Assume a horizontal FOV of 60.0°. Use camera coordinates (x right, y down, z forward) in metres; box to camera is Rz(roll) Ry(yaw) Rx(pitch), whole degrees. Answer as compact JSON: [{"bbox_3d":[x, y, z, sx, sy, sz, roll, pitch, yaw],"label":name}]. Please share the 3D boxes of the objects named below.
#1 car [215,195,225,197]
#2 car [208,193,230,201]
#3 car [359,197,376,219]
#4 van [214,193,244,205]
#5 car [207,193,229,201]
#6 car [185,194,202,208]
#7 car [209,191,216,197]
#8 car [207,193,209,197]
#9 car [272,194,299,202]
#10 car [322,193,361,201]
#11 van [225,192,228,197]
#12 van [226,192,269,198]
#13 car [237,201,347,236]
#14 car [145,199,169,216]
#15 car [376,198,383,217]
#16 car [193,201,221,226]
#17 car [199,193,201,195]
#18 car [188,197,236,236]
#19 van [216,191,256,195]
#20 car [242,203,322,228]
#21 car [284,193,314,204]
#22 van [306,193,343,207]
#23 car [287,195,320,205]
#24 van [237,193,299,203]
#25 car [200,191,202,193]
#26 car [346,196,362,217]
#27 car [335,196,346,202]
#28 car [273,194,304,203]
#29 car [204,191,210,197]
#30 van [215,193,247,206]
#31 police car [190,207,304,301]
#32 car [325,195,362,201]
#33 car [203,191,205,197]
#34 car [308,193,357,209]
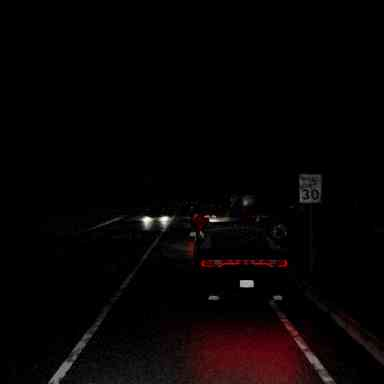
[{"bbox_3d":[5.701,1.406,41.330,4.892,1.521,2.231,0,0,0],"label":"car"},{"bbox_3d":[5.620,1.036,69.364,4.553,1.767,2.185,0,1,0],"label":"car"},{"bbox_3d":[18.785,1.453,30.864,5.008,1.535,2.097,0,0,0],"label":"car"},{"bbox_3d":[5.794,1.086,52.544,4.442,1.987,1.878,0,1,0],"label":"van"},{"bbox_3d":[5.616,1.011,72.167,4.553,1.767,2.185,0,1,0],"label":"car"},{"bbox_3d":[0.008,1.419,45.079,2.033,1.411,5.357,0,0,1],"label":"car"},{"bbox_3d":[5.658,1.111,46.937,5.566,2.045,2.435,0,1,0],"label":"car"},{"bbox_3d":[5.662,1.277,60.956,4.674,1.452,2.002,0,1,0],"label":"car"},{"bbox_3d":[18.741,1.185,66.954,4.892,1.521,2.231,0,1,0],"label":"car"},{"bbox_3d":[18.745,1.151,41.969,5.566,2.045,2.435,0,0,0],"label":"car"},{"bbox_3d":[5.824,1.220,32.916,4.442,1.987,1.878,0,0,0],"label":"van"},{"bbox_3d":[5.595,1.228,30.114,4.442,1.987,1.878,0,0,0],"label":"van"},{"bbox_3d":[5.543,1.465,18.898,5.366,1.575,1.946,0,0,0],"label":"car"},{"bbox_3d":[-3.255,1.416,31.653,1.882,1.535,5.008,0,0,0],"label":"car"},{"bbox_3d":[18.788,1.460,28.086,4.892,1.521,2.231,0,0,0],"label":"car"},{"bbox_3d":[0.971,1.471,24.406,1.837,1.490,4.892,0,0,0],"label":"car"},{"bbox_3d":[-0.010,1.272,58.225,2.128,1.511,4.902,0,0,0],"label":"car"},{"bbox_3d":[0.972,1.331,18.367,2.097,1.767,4.553,0,0,0],"label":"car"},{"bbox_3d":[5.807,1.161,44.137,4.442,1.987,1.878,0,0,0],"label":"van"},{"bbox_3d":[5.727,1.505,21.701,4.674,1.452,2.002,0,0,0],"label":"car"},{"bbox_3d":[18.779,1.133,58.626,4.553,1.767,2.185,0,1,0],"label":"car"},{"bbox_3d":[18.881,1.132,47.522,4.442,1.987,1.878,0,1,0],"label":"van"},{"bbox_3d":[18.723,1.313,55.850,4.792,1.488,2.163,0,1,0],"label":"car"},{"bbox_3d":[5.837,1.236,24.504,4.442,1.987,1.878,0,0,0],"label":"van"},{"bbox_3d":[5.798,0.933,94.594,5.366,1.575,1.946,0,1,0],"label":"car"},{"bbox_3d":[18.970,1.442,33.641,5.366,1.575,1.946,0,0,0],"label":"car"},{"bbox_3d":[18.752,1.467,36.413,4.792,1.488,2.163,0,0,0],"label":"car"},{"bbox_3d":[18.554,1.206,64.177,5.366,1.575,1.946,0,1,0],"label":"car"},{"bbox_3d":[5.632,0.960,63.757,5.566,2.045,2.435,0,1,0],"label":"car"},{"bbox_3d":[5.798,1.111,49.741,4.442,1.987,1.878,0,1,0],"label":"van"},{"bbox_3d":[0.974,1.420,8.495,1.930,1.638,5.238,0,0,0],"label":"police car"},{"bbox_3d":[18.806,1.450,39.196,4.792,1.488,2.163,0,0,0],"label":"car"},{"bbox_3d":[5.627,0.935,66.560,5.566,2.045,2.435,0,1,0],"label":"car"},{"bbox_3d":[18.797,1.131,44.746,5.566,2.045,2.435,0,1,0],"label":"car"}]
